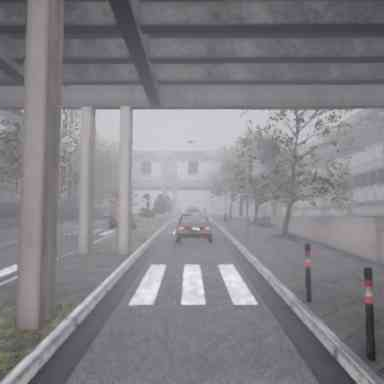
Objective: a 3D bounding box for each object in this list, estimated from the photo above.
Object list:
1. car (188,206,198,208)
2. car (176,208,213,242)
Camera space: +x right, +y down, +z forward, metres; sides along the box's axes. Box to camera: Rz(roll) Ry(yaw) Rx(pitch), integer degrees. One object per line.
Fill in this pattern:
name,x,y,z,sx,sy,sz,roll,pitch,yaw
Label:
car,0.117,2.541,41.829,1.837,1.490,4.892,0,-2,0
car,0.102,1.788,17.760,2.033,1.411,5.357,0,-1,0
